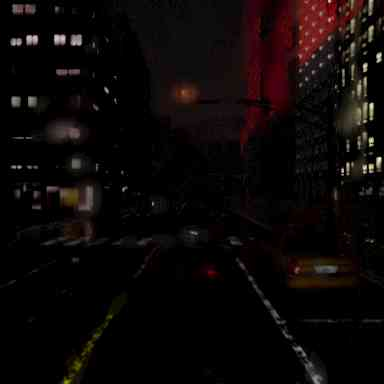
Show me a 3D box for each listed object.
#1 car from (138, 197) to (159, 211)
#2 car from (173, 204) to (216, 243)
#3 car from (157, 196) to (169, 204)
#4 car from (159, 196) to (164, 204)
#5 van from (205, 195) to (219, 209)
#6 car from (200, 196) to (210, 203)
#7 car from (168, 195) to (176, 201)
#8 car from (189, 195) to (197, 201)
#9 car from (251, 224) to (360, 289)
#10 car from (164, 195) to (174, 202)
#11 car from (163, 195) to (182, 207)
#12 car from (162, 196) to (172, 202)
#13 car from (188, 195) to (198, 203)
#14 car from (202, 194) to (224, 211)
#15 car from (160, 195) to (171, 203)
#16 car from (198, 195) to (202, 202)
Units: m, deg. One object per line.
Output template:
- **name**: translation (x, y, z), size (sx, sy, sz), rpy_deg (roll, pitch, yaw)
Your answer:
- **car**: translation (-5.596, 1.555, 41.275), size (2.008, 1.369, 4.403), rpy_deg (0, 0, 0)
- **car**: translation (0.106, 1.541, 16.056), size (1.812, 1.442, 4.674), rpy_deg (0, 0, 0)
- **car**: translation (-5.544, 1.572, 63.381), size (1.887, 1.381, 4.507), rpy_deg (0, 0, 0)
- **car**: translation (-5.557, 1.571, 57.855), size (2.008, 1.369, 4.403), rpy_deg (0, 0, 0)
- **van**: translation (2.796, 1.350, 46.781), size (1.690, 1.788, 3.998), rpy_deg (0, 0, 0)
- **car**: translation (2.862, 1.589, 74.415), size (1.887, 1.381, 4.507), rpy_deg (0, 0, 0)
- **car**: translation (-5.479, 1.597, 90.845), size (1.752, 1.417, 4.829), rpy_deg (0, 0, 0)
- **car**: translation (0.191, 1.445, 80.455), size (1.882, 1.535, 5.008), rpy_deg (0, 0, 0)
- **car**: translation (2.707, 1.523, 9.013), size (1.752, 1.417, 4.829), rpy_deg (0, 0, 0)
- **car**: translation (-5.506, 1.493, 79.962), size (1.967, 1.590, 4.097), rpy_deg (0, 0, 0)
- **car**: translation (-2.964, 1.538, 51.414), size (1.812, 1.442, 4.674), rpy_deg (0, 0, 0)
- **car**: translation (-5.518, 1.626, 74.435), size (1.802, 1.307, 4.206), rpy_deg (0, 0, 0)
- **car**: translation (0.165, 1.537, 70.038), size (1.837, 1.490, 4.892), rpy_deg (0, 0, 0)
- **car**: translation (2.783, 1.319, 41.256), size (2.192, 1.841, 5.009), rpy_deg (0, 0, 0)
- **car**: translation (-5.532, 1.476, 68.908), size (1.967, 1.590, 4.097), rpy_deg (0, 0, 0)
- **car**: translation (2.835, 1.343, 63.361), size (2.192, 1.841, 5.009), rpy_deg (0, 0, 0)
